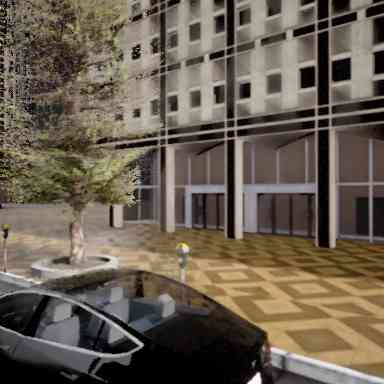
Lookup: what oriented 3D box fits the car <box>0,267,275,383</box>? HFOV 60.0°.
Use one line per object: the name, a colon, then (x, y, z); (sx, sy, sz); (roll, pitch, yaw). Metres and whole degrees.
car: (-1.242, 1.566, 3.752); (4.313, 1.339, 1.947); (0, 0, 35)
